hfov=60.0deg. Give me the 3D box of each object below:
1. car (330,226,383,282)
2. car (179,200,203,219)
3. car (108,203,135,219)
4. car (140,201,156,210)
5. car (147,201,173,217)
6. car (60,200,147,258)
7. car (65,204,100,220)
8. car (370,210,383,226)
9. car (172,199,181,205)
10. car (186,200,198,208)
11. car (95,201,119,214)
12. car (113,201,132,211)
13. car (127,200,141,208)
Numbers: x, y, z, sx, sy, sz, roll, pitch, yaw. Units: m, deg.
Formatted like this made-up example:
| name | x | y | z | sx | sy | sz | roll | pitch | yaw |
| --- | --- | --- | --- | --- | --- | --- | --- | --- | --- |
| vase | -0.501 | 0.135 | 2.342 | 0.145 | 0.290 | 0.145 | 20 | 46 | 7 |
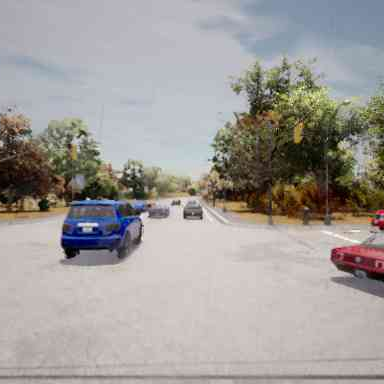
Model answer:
| name | x | y | z | sx | sy | sz | roll | pitch | yaw |
| --- | --- | --- | --- | --- | --- | --- | --- | --- | --- |
| car | 6.167 | 1.689 | 8.785 | 4.718 | 1.301 | 1.895 | 0 | -1 | -20 |
| car | 0.100 | 1.819 | 33.139 | 2.128 | 1.511 | 4.902 | 0 | -1 | 0 |
| car | -7.082 | 1.862 | 33.946 | 1.812 | 1.442 | 4.674 | 0 | -1 | 0 |
| car | -7.000 | 2.130 | 53.579 | 1.895 | 1.301 | 4.718 | 0 | -1 | 0 |
| car | -3.399 | 1.949 | 35.162 | 1.895 | 1.301 | 4.718 | 0 | -1 | 0 |
| car | -3.402 | 1.355 | 13.519 | 2.150 | 2.045 | 5.566 | 0 | -1 | 0 |
| car | -10.587 | 1.923 | 32.578 | 1.895 | 1.301 | 4.718 | 0 | -1 | 0 |
| car | 13.443 | 1.412 | 19.197 | 5.566 | 2.045 | 2.150 | 0 | -1 | 4 |
| car | -3.500 | 2.266 | 75.002 | 2.128 | 1.511 | 4.902 | 0 | -1 | 0 |
| car | 0.000 | 2.169 | 62.898 | 2.033 | 1.411 | 5.357 | 0 | -1 | 0 |
| car | -10.546 | 1.937 | 41.613 | 1.812 | 1.442 | 4.674 | 0 | -1 | 0 |
| car | -10.500 | 2.061 | 50.336 | 1.994 | 1.385 | 4.181 | 0 | -1 | 0 |
| car | -10.500 | 2.122 | 60.365 | 1.812 | 1.442 | 4.674 | 0 | -1 | 0 |
